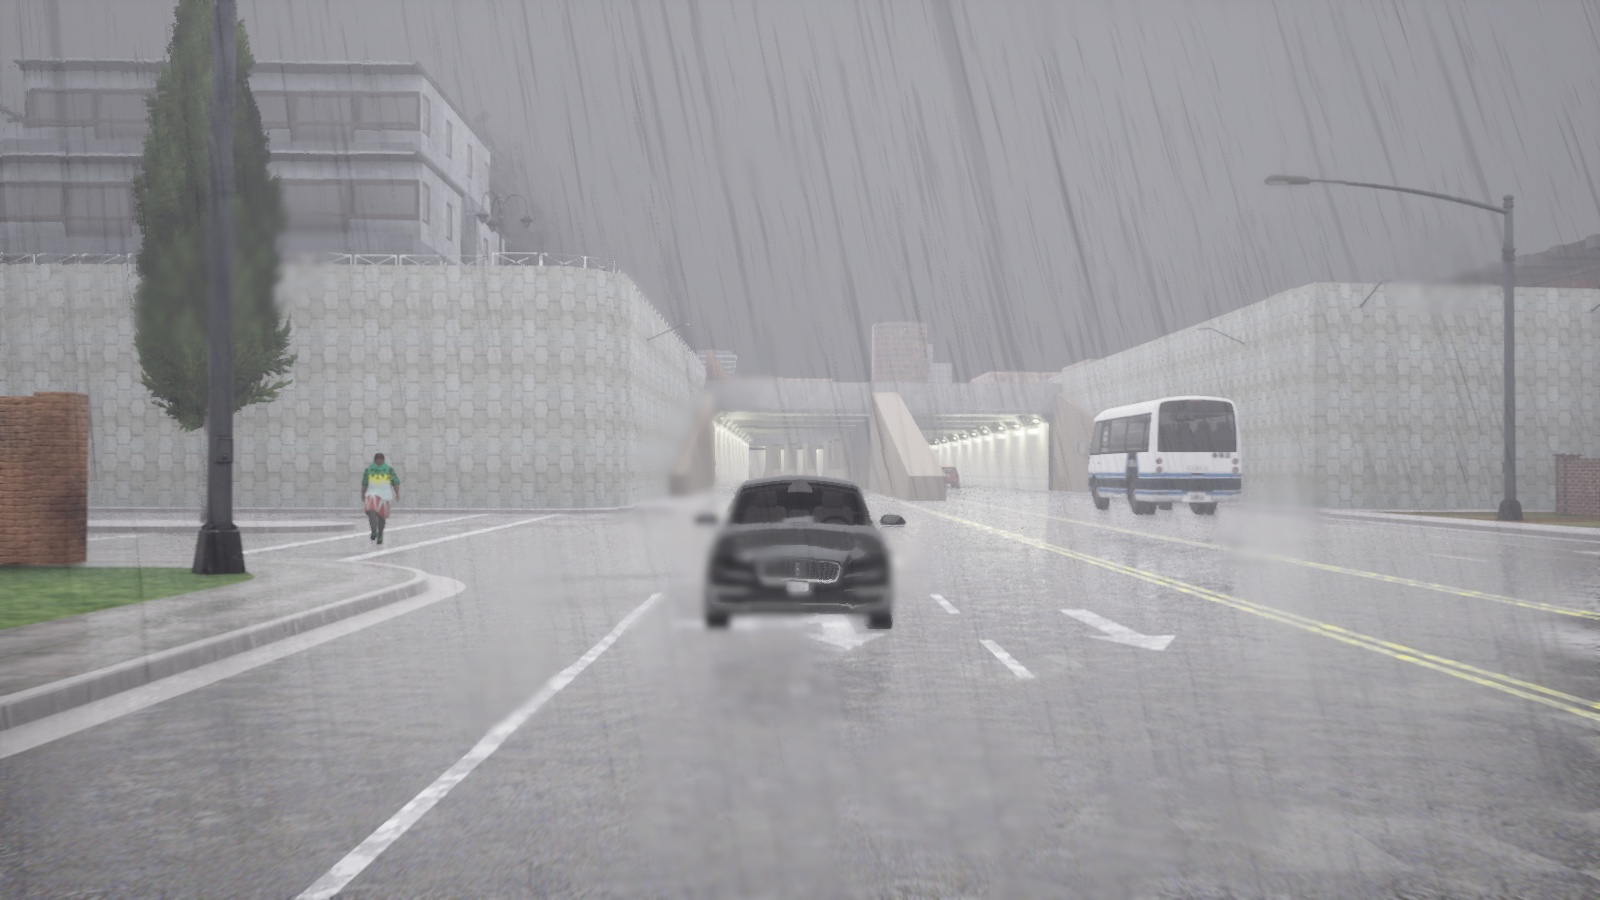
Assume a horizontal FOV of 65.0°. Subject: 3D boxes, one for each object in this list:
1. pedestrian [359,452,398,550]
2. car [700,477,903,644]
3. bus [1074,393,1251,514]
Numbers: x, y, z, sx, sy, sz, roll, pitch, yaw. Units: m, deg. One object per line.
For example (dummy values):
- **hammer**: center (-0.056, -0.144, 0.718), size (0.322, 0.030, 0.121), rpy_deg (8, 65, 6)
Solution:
- **pedestrian**: center (-8.535, 1.020, 25.452), size (0.659, 1.952, 0.873), rpy_deg (0, -1, -13)
- **car**: center (0.000, 1.050, 13.823), size (1.837, 1.490, 4.892), rpy_deg (0, -1, 0)
- **bus**: center (13.868, 0.209, 49.348), size (3.944, 4.253, 10.273), rpy_deg (0, -1, 0)
